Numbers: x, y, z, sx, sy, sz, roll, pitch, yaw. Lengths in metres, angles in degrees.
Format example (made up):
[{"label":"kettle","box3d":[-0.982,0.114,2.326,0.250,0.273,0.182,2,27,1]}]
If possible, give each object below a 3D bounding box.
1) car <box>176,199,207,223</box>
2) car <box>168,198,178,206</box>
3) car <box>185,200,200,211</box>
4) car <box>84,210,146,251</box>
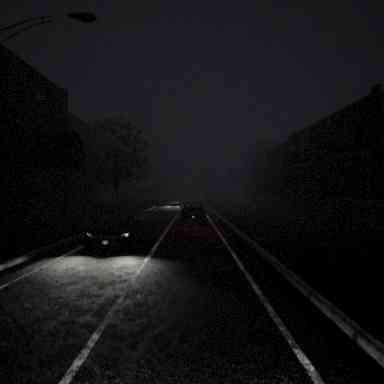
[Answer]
[{"label":"car","box3d":[0.093,1.546,25.587,2.128,1.511,4.902,0,0,0]},{"label":"car","box3d":[-3.063,1.681,56.919,1.895,1.301,4.718,0,0,1]},{"label":"car","box3d":[0.089,1.704,43.041,1.895,1.301,4.718,0,0,0]},{"label":"car","box3d":[-3.103,1.542,14.209,1.812,1.442,4.674,0,0,0]}]
